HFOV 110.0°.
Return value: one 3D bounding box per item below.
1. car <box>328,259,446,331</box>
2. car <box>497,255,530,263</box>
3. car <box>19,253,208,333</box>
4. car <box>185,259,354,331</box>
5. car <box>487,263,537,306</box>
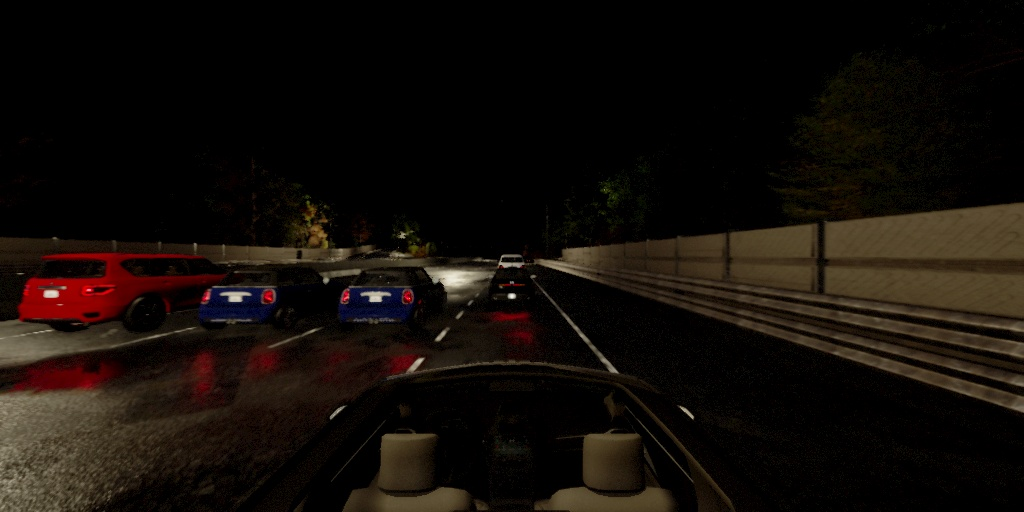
[{"bbox_3d":[-3.400,1.078,11.066,2.097,1.767,4.553,0,0,0],"label":"car"},{"bbox_3d":[0.002,0.918,28.283,2.150,2.045,5.566,0,0,0],"label":"car"},{"bbox_3d":[-10.400,0.948,10.778,2.150,2.045,5.566,0,0,0],"label":"car"},{"bbox_3d":[-6.898,1.078,11.070,2.097,1.767,4.553,0,0,0],"label":"car"},{"bbox_3d":[0.000,1.222,15.594,1.837,1.490,4.892,0,0,0],"label":"car"}]
